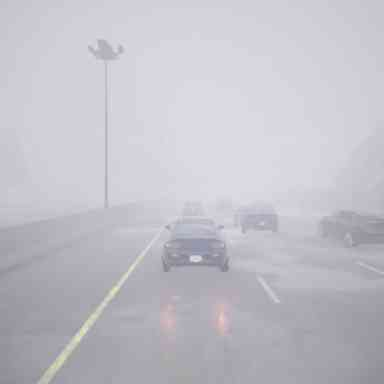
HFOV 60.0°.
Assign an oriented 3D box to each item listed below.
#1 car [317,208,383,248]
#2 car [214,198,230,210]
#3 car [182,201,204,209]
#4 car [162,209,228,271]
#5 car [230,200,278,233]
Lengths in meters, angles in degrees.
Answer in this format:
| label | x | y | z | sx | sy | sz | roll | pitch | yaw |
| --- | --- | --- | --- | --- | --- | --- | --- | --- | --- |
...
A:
| label | x | y | z | sx | sy | sz | roll | pitch | yaw |
| --- | --- | --- | --- | --- | --- | --- | --- | --- | --- |
| car | 7.097 | 1.481 | 14.515 | 1.837 | 1.490 | 4.892 | 0 | 0 | 0 |
| car | 3.590 | 1.442 | 37.882 | 1.837 | 1.490 | 4.892 | 0 | 0 | 0 |
| car | 0.092 | 1.500 | 28.921 | 2.033 | 1.411 | 5.357 | 0 | 0 | 0 |
| car | 0.083 | 1.508 | 10.702 | 1.812 | 1.442 | 4.674 | 0 | 0 | 0 |
| car | 3.595 | 1.445 | 19.381 | 1.882 | 1.535 | 5.008 | 0 | 0 | 0 |
